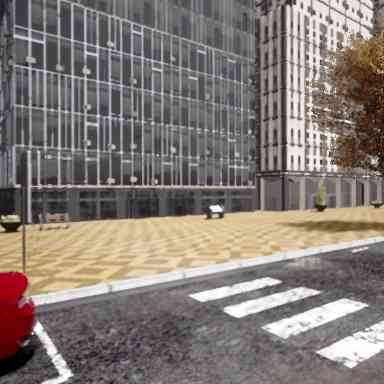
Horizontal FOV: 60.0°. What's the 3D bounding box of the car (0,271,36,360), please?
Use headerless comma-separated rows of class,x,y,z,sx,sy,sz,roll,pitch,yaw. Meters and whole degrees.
car,-4.174,1.551,3.583,4.507,1.381,1.887,0,0,-35
